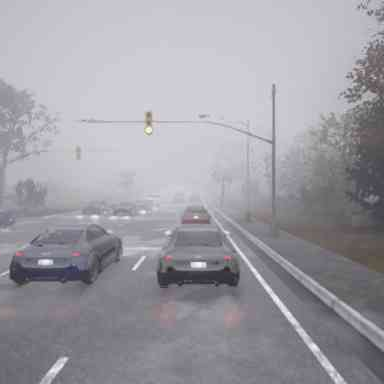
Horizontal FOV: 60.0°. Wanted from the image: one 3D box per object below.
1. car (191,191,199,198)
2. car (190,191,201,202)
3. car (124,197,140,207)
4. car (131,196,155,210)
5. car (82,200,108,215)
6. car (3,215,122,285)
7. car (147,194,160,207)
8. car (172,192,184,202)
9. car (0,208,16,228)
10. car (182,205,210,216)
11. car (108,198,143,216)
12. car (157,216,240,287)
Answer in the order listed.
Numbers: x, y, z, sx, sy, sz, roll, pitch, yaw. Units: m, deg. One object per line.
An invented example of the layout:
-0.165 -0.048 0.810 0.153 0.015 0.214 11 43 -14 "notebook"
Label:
0.705 0.543 76.007 1.837 1.490 4.892 0 3 1 "car"
0.604 1.051 65.966 2.097 1.767 4.553 0 3 1 "car"
-10.042 1.621 55.678 1.812 1.442 4.674 0 1 1 "car"
-6.704 1.680 44.693 2.033 1.411 5.357 0 0 1 "car"
-10.274 1.611 35.936 1.837 1.490 4.892 0 0 3 "car"
-3.341 1.591 9.621 1.994 1.385 4.181 0 0 0 "car"
-6.554 1.320 55.470 2.150 2.045 5.566 0 1 1 "car"
-2.896 1.261 66.041 1.994 1.385 4.181 0 3 1 "car"
-13.552 1.538 20.452 5.008 1.535 1.882 0 -1 2 "car"
0.282 1.635 23.849 1.994 1.385 4.181 0 0 1 "car"
-6.813 1.650 34.619 2.033 1.411 5.357 0 0 0 "car"
0.159 1.592 9.386 1.994 1.385 4.181 0 0 0 "car"
